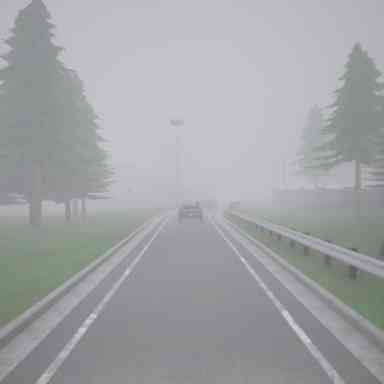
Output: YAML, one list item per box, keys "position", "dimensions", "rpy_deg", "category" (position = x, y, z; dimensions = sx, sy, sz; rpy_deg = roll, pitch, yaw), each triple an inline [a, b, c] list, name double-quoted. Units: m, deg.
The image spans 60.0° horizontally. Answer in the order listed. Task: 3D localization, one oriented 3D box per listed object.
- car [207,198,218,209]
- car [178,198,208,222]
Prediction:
- position: [2.254, 1.513, 44.328]
  dimensions: [1.994, 1.385, 4.181]
  rpy_deg: [0, 0, 14]
  category: "car"
- position: [-0.085, 1.464, 26.284]
  dimensions: [2.128, 1.511, 4.902]
  rpy_deg: [0, 0, 1]
  category: "car"
